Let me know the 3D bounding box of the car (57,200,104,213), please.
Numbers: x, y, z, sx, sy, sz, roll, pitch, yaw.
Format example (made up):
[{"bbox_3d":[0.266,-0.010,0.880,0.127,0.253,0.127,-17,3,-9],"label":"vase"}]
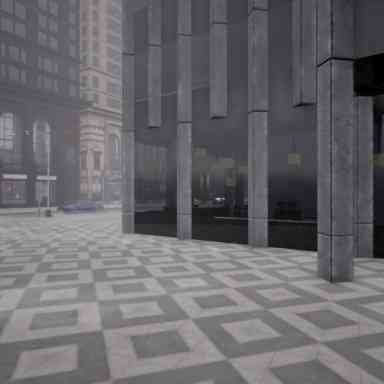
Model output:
[{"bbox_3d":[-12.810,1.624,38.520,2.033,1.411,5.357,0,0,35],"label":"car"}]
